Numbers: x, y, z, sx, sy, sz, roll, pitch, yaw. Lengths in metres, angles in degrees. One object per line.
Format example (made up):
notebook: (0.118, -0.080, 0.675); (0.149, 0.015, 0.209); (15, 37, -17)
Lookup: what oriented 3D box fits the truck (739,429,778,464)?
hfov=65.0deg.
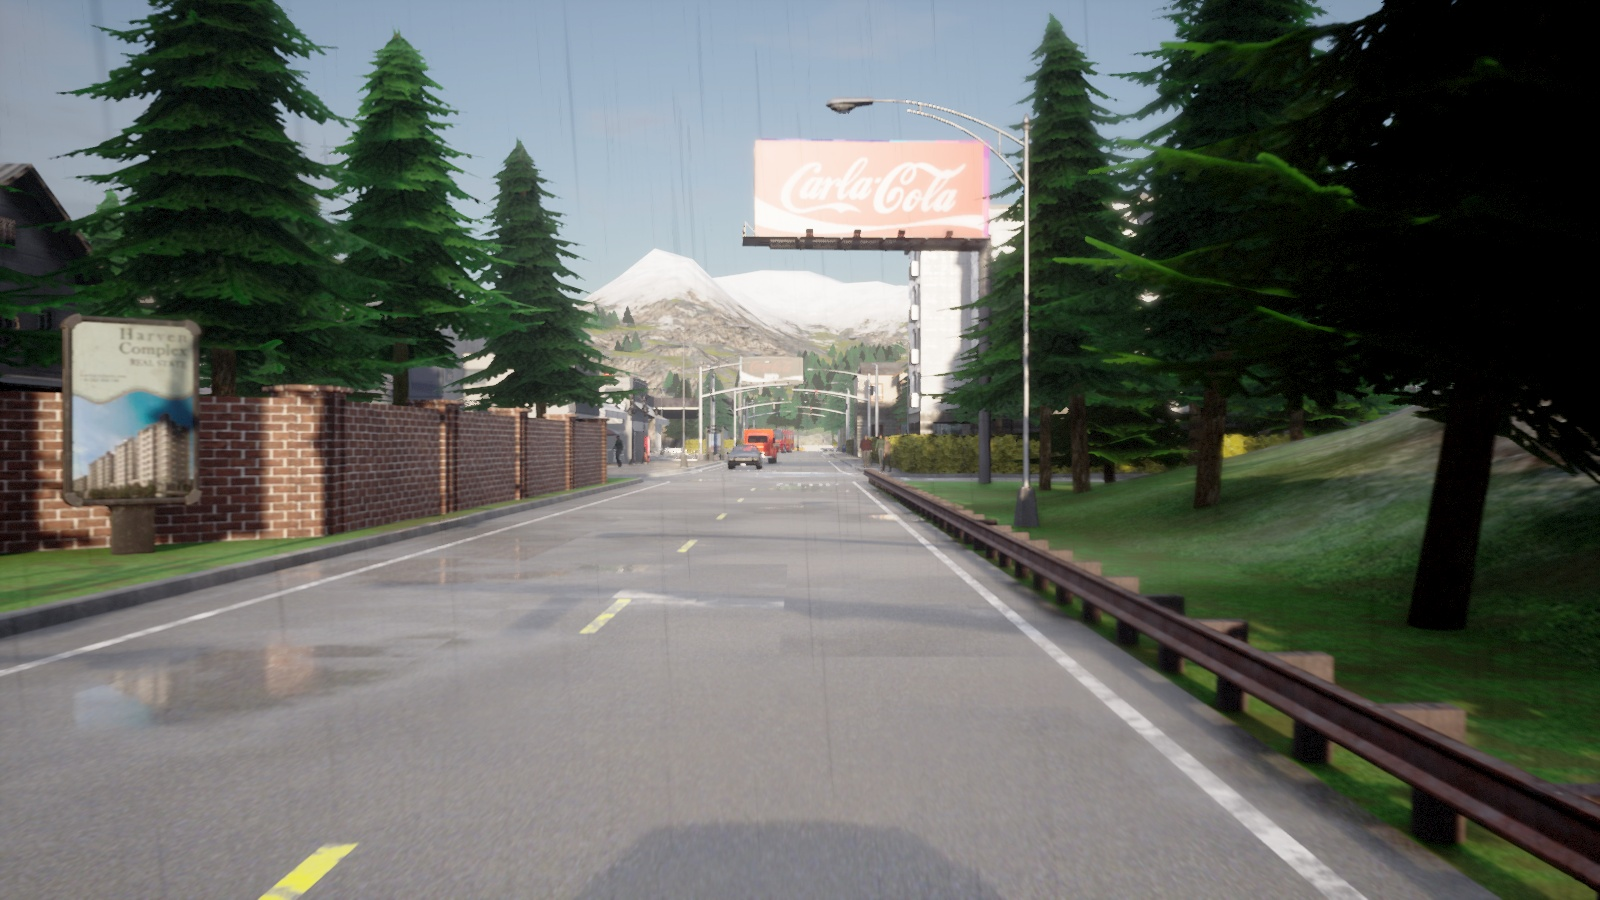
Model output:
truck: (-2.969, -0.260, 90.639); (2.627, 2.467, 5.204); (0, 0, 0)

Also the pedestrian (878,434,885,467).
pedestrian: (4.554, 0.006, 70.402); (0.353, 1.847, 0.614); (0, 0, 8)

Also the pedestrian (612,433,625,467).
pedestrian: (-9.915, 0.010, 68.501); (0.353, 1.847, 0.614); (0, 0, 36)

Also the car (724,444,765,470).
car: (-3.081, 0.387, 70.937); (2.033, 1.411, 5.357); (0, 0, 0)

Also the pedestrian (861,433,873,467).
pedestrian: (3.608, 0.018, 68.158); (0.634, 1.844, 0.899); (0, 0, 2)

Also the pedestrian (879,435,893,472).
pedestrian: (4.266, 0.180, 62.193); (0.331, 1.846, 0.634); (0, 0, -36)
